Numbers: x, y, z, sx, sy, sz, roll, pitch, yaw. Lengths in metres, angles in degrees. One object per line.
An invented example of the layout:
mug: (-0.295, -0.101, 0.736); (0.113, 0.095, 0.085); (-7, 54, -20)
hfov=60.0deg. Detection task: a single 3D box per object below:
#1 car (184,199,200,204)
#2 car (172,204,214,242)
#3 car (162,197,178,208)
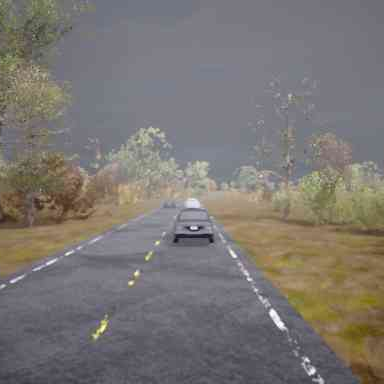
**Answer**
car: (0.034, 1.525, 40.647); (1.812, 1.442, 4.674); (0, 0, 0)
car: (0.078, 1.547, 16.367); (2.033, 1.411, 5.357); (0, 0, 0)
car: (-3.071, 1.507, 47.323); (1.837, 1.490, 4.892); (0, -1, 0)
